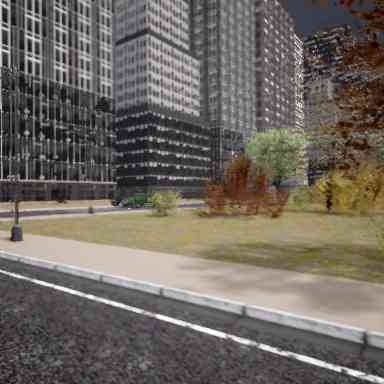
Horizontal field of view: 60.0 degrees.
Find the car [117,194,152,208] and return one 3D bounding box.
[{"bbox_3d":[-7.799,1.254,48.937,2.150,2.045,5.566,-1,-1,37],"label":"car"}]

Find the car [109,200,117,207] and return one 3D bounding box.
[{"bbox_3d":[-10.361,1.580,50.916,1.837,1.490,4.892,-1,-1,37],"label":"car"}]
